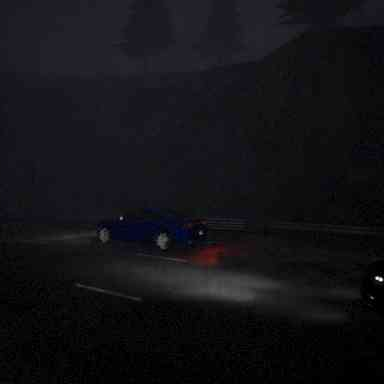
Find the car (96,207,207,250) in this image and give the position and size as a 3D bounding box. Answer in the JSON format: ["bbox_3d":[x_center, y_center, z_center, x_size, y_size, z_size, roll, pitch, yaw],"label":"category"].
[{"bbox_3d":[-1.779,1.366,13.709,5.008,1.535,1.882,0,0,32],"label":"car"}]

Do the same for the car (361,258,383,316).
[{"bbox_3d":[5.137,1.404,4.691,4.902,1.511,2.128,0,0,36],"label":"car"}]
